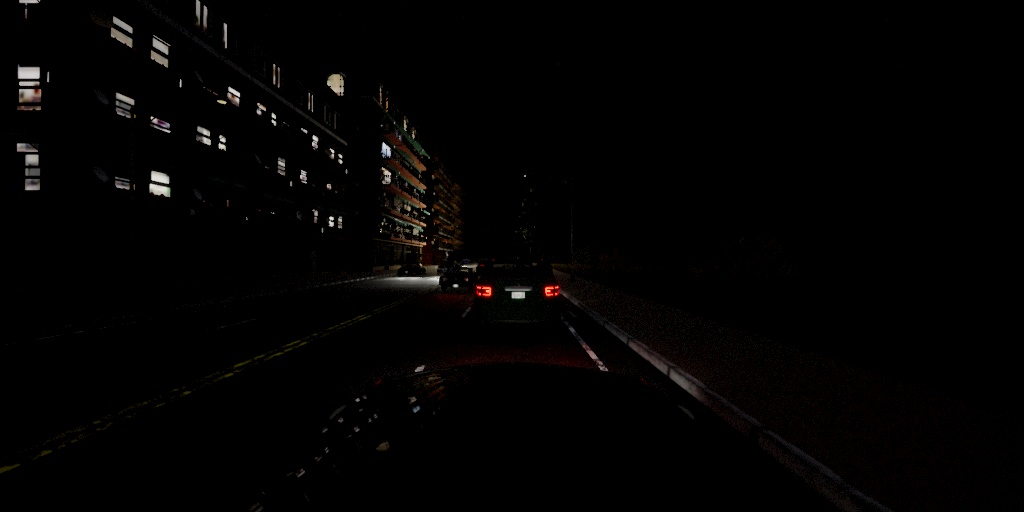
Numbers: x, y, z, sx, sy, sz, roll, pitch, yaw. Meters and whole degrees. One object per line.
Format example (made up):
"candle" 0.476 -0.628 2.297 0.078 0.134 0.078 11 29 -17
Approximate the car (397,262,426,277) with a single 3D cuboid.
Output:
"car" -9.841 1.318 35.398 1.994 1.385 4.181 0 0 0

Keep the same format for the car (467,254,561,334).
"car" 0.104 0.973 10.742 2.150 2.045 5.566 0 0 -1

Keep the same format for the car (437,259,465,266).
"car" -6.591 1.245 37.477 2.128 1.511 4.902 0 0 0

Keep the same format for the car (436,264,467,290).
"car" -3.146 1.354 22.322 1.895 1.301 4.718 0 0 0

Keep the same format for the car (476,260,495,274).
"car" -3.136 1.258 43.124 1.837 1.490 4.892 0 0 0
